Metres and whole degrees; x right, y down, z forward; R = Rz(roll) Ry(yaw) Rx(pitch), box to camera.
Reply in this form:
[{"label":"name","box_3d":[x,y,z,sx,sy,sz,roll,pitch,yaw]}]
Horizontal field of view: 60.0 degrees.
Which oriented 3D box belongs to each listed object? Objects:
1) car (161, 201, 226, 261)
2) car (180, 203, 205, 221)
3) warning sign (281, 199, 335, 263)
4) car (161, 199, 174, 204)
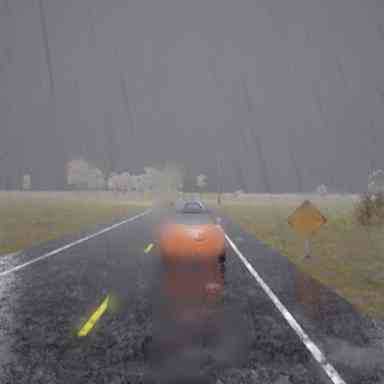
[{"label":"car","box_3d":[0.069,1.391,12.610,2.097,1.767,4.553,0,0,0]},{"label":"car","box_3d":[0.072,1.656,28.528,1.994,1.385,4.181,0,0,0]},{"label":"warning sign","box_3d":[3.545,1.149,10.302,1.300,1.860,1.060,0,0,0]},{"label":"car","box_3d":[-3.587,1.712,50.354,2.033,1.411,5.357,0,0,0]}]
